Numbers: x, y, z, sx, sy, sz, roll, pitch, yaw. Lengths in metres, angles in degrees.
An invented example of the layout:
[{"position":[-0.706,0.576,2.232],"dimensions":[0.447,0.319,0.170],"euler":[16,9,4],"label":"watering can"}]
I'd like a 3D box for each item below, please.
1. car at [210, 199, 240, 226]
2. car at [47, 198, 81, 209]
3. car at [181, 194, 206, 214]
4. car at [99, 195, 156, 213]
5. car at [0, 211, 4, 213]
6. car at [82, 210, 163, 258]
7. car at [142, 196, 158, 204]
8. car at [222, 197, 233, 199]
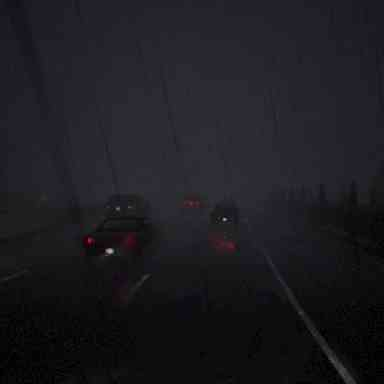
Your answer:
[{"position":[2.367,1.511,23.727],"dimensions":[1.837,1.490,4.892],"euler":[0,0,6],"label":"car"},{"position":[-13.966,1.444,36.497],"dimensions":[2.128,1.511,4.902],"euler":[0,0,7],"label":"car"},{"position":[0.197,1.220,35.584],"dimensions":[2.150,2.045,5.566],"euler":[0,0,7],"label":"car"},{"position":[-4.580,1.205,24.641],"dimensions":[2.150,2.045,5.566],"euler":[0,0,7],"label":"car"},{"position":[-12.506,1.483,18.612],"dimensions":[1.812,1.442,4.674],"euler":[0,0,6],"label":"car"},{"position":[-2.386,1.592,12.853],"dimensions":[1.895,1.301,4.718],"euler":[0,0,6],"label":"car"},{"position":[-7.585,1.489,60.751],"dimensions":[1.837,1.490,4.892],"euler":[0,-2,7],"label":"car"},{"position":[4.412,1.363,41.608],"dimensions":[2.097,1.767,4.553],"euler":[0,0,7],"label":"car"}]
